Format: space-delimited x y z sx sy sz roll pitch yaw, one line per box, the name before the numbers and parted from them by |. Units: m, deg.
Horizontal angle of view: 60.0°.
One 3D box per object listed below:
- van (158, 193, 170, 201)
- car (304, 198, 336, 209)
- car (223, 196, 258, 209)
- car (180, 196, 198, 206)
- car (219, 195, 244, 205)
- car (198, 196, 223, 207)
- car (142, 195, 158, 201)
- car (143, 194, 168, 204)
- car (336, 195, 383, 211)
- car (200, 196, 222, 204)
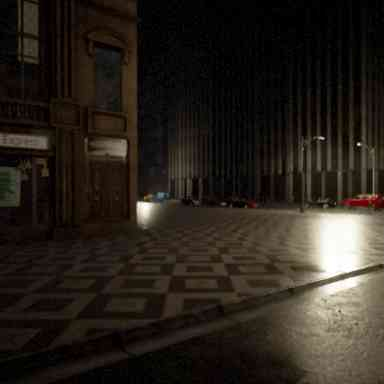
van | -6.617 1.212 75.243 1.690 1.788 3.998 0 0 -36
car | 16.770 1.471 43.436 1.947 1.339 4.313 0 0 -36
car | 6.545 1.471 42.950 1.887 1.381 4.507 0 0 -36
car | -0.137 1.360 52.036 1.967 1.590 4.097 0 0 -36
car | 6.747 1.336 57.067 1.967 1.590 4.097 0 0 -36
car | 3.204 1.505 47.493 1.802 1.307 4.206 0 0 -36
car | -10.059 1.384 79.926 1.752 1.417 4.829 0 0 -36
car | -6.818 1.462 61.123 2.008 1.369 4.403 0 0 -36
car | 20.110 1.223 38.892 2.192 1.841 5.009 0 0 -36
car | 3.405 1.474 61.612 1.802 1.307 4.206 0 0 -36
